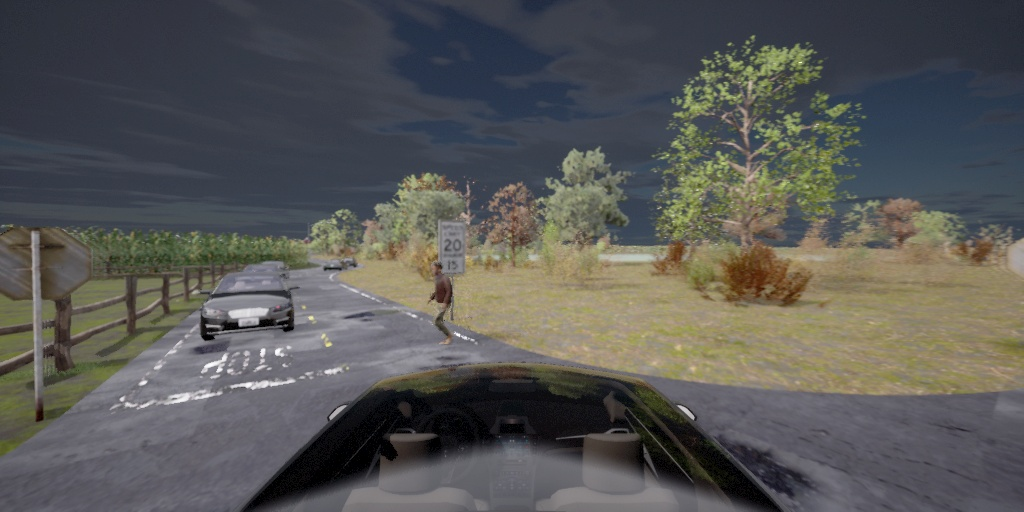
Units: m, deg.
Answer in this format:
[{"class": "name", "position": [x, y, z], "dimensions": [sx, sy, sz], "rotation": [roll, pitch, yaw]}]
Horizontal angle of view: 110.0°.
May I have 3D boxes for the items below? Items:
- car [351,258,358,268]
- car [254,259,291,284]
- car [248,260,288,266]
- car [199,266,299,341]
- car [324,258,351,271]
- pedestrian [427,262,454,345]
[{"class": "car", "position": [-23.606, 0.954, 52.144], "dimensions": [1.812, 1.442, 4.674], "rotation": [0, 0, -18]}, {"class": "car", "position": [-18.363, 1.109, 27.688], "dimensions": [1.837, 1.490, 4.892], "rotation": [-1, 2, -28]}, {"class": "car", "position": [-12.410, 1.160, 17.848], "dimensions": [2.128, 1.511, 4.902], "rotation": [-1, 1, -33]}, {"class": "car", "position": [-7.256, 1.204, 10.069], "dimensions": [2.128, 1.511, 4.902], "rotation": [-1, 1, -34]}, {"class": "car", "position": [-20.904, 1.061, 42.616], "dimensions": [1.994, 1.385, 4.181], "rotation": [0, 0, -15]}, {"class": "pedestrian", "position": [-1.517, 0.995, 7.756], "dimensions": [0.375, 1.860, 0.375], "rotation": [-2, 2, -34]}]
